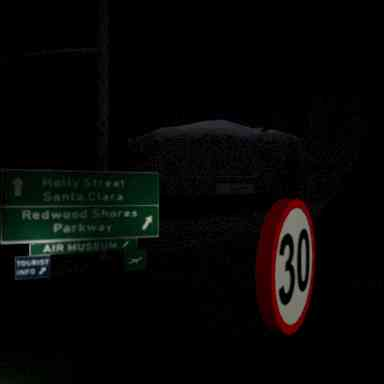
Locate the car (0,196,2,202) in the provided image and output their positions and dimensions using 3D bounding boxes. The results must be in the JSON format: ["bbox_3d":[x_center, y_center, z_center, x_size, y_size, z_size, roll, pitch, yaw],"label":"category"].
[{"bbox_3d":[-12.447,1.498,26.033,1.905,1.878,3.866,0,0,35],"label":"car"}]

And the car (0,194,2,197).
[{"bbox_3d":[-38.761,1.471,69.909,4.514,1.523,2.007,0,0,35],"label":"car"}]
